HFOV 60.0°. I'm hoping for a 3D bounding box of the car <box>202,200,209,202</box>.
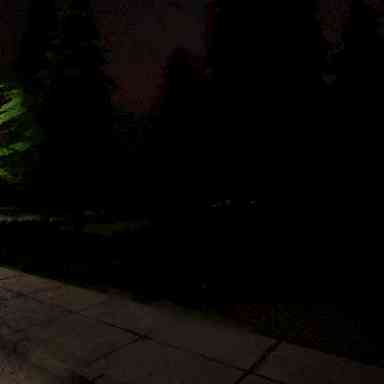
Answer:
[{"bbox_3d":[1.613,1.521,50.998,2.128,1.511,4.902,0,0,37],"label":"car"}]
